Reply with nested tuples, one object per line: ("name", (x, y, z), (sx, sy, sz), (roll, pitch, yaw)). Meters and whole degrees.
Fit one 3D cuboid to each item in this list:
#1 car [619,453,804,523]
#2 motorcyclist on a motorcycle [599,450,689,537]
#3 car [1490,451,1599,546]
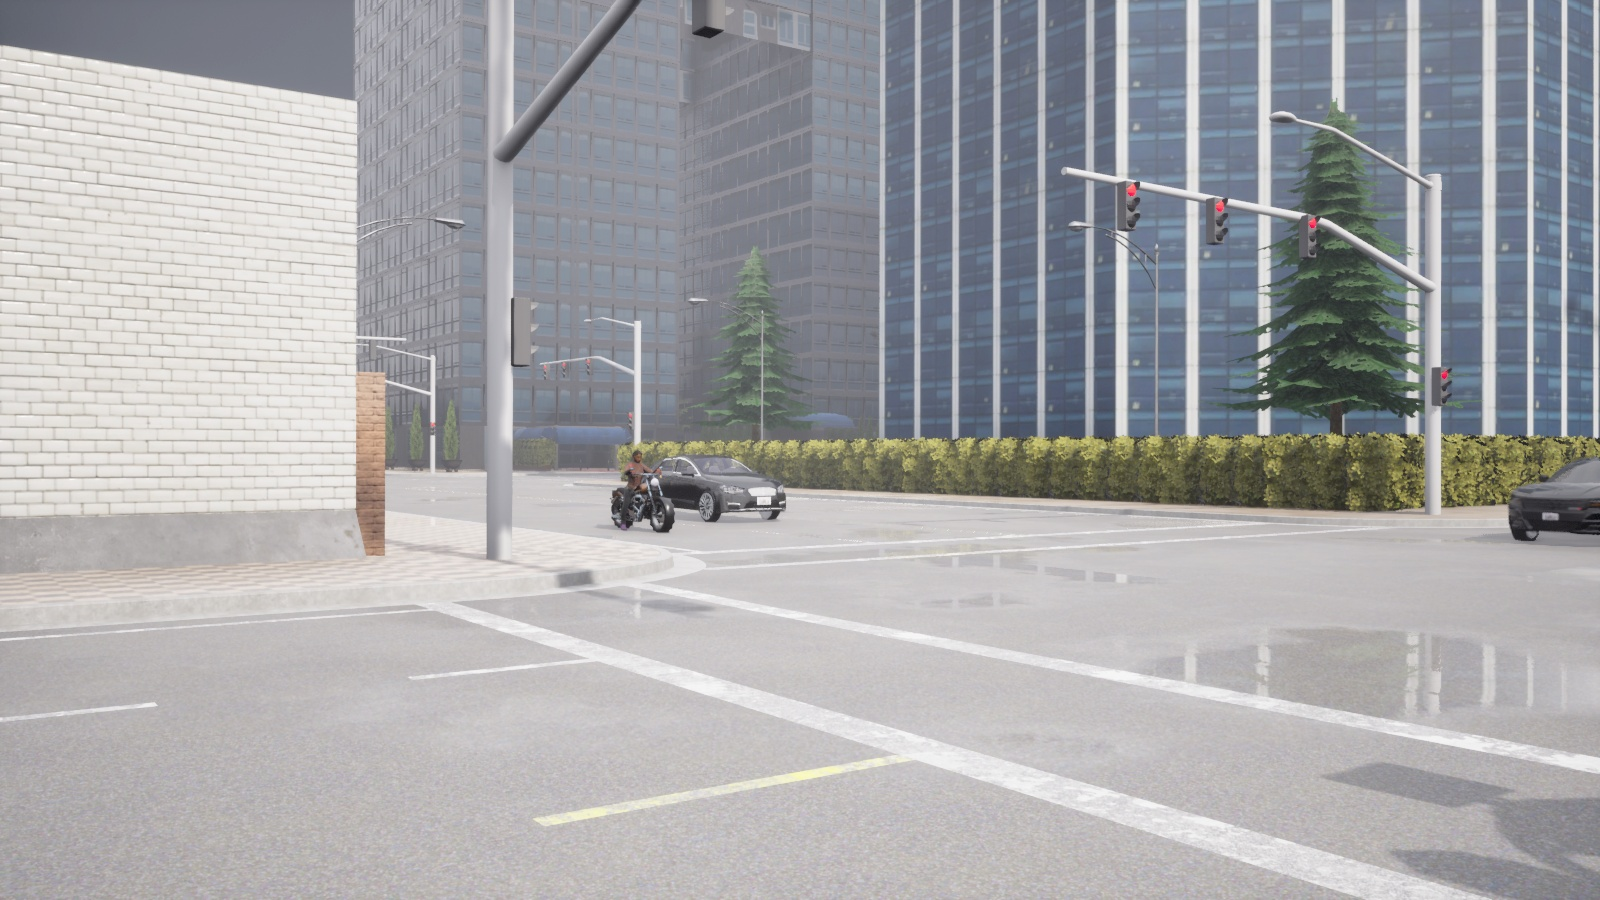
("car", (-2.194, 0.834, 29.697), (2.128, 1.511, 4.902), (0, 0, -35))
("motorcyclist on a motorcycle", (-3.130, 0.818, 24.925), (0.766, 1.649, 2.350), (0, 0, -35))
("car", (14.458, 0.781, 22.263), (5.008, 1.535, 1.882), (0, 0, -35))
